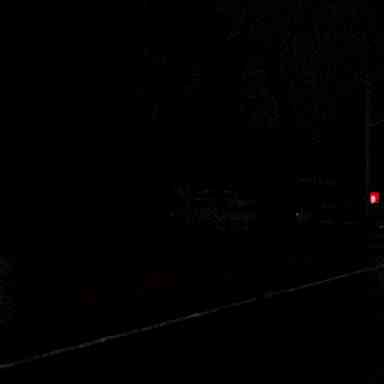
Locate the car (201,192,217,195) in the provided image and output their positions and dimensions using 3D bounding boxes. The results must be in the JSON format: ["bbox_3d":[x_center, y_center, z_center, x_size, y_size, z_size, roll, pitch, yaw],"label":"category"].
[{"bbox_3d":[5.002,1.107,92.341,1.932,1.855,4.605,0,0,-37],"label":"car"}]

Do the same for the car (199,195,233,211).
[{"bbox_3d":[3.011,1.504,41.245,2.128,1.511,4.902,0,0,-37],"label":"car"}]

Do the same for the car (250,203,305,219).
[{"bbox_3d":[7.460,1.614,29.243,1.895,1.301,4.718,0,0,-37],"label":"car"}]

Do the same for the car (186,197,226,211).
[{"bbox_3d":[1.402,1.577,37.263,1.994,1.385,4.181,0,0,-37],"label":"car"}]
